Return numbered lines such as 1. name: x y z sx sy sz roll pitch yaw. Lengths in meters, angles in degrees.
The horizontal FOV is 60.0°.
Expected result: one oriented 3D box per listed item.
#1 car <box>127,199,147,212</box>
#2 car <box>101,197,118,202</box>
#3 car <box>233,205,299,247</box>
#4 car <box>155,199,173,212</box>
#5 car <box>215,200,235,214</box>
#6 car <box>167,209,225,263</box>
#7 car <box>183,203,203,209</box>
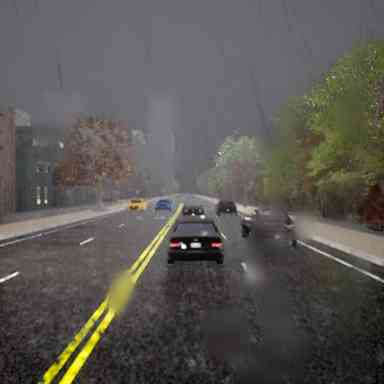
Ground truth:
1. car: -6.630 1.572 40.264 1.882 1.535 5.008 0 0 0
2. car: -20.664 2.016 82.859 4.313 1.339 1.947 -1 1 -1
3. car: 3.355 1.527 15.139 2.128 1.511 4.902 0 0 0
4. car: -3.379 1.572 40.320 1.882 1.535 5.008 0 0 -1
5. car: 3.353 1.556 33.548 1.882 1.535 5.008 0 0 0
6. car: 0.106 1.576 12.027 2.033 1.411 5.357 0 0 0
7. car: 0.111 1.673 30.767 1.895 1.301 4.718 0 0 0
